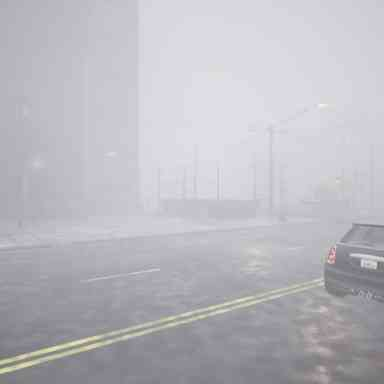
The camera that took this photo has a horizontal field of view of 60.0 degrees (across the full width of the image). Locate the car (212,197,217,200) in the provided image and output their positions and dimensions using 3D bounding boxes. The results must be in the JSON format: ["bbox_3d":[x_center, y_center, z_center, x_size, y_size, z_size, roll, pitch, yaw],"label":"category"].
[{"bbox_3d":[4.259,1.574,60.449,4.718,1.301,1.895,0,0,-36],"label":"car"}]

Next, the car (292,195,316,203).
[{"bbox_3d":[21.907,1.420,64.929,4.674,1.452,2.002,0,0,-36],"label":"car"}]

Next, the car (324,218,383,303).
[{"bbox_3d":[5.001,1.352,7.357,4.553,1.767,2.097,0,0,-35],"label":"car"}]

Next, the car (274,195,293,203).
[{"bbox_3d":[19.002,1.452,68.932,3.806,1.475,1.970,0,0,-36],"label":"car"}]

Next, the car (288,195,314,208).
[{"bbox_3d":[14.988,1.254,45.871,4.553,1.767,2.185,0,0,-36],"label":"car"}]
